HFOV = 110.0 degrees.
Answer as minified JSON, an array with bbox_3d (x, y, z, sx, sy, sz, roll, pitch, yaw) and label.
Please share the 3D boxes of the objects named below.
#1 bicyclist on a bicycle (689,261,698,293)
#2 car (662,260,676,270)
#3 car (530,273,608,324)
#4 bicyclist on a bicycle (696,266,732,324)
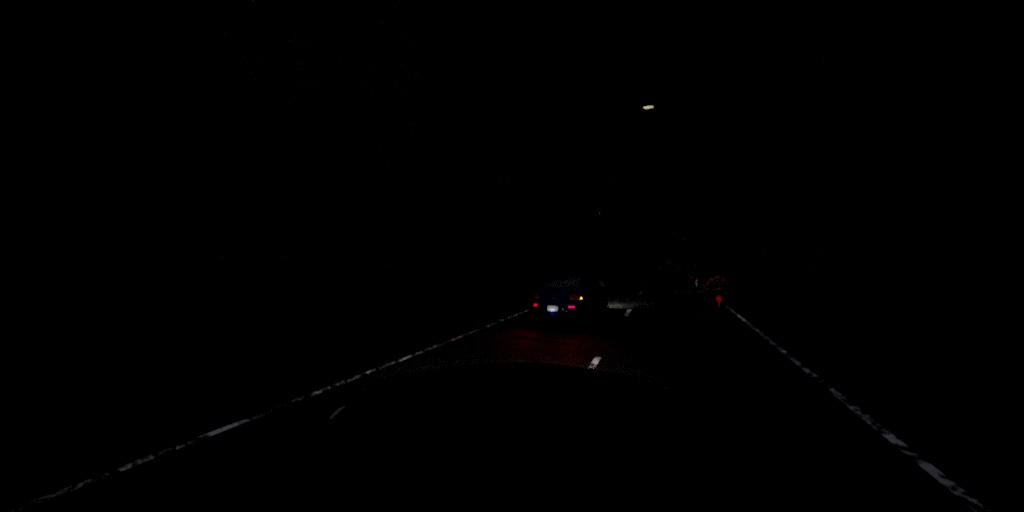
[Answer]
[{"bbox_3d":[9.730,1.152,19.012,0.659,1.776,1.843,0,0,23],"label":"bicyclist on a bicycle"},{"bbox_3d":[25.171,1.344,57.463,1.882,1.535,5.008,0,-1,23],"label":"car"},{"bbox_3d":[2.031,1.301,12.109,1.812,1.442,4.674,0,0,23],"label":"car"},{"bbox_3d":[6.316,1.202,11.054,0.866,1.612,1.509,0,0,24],"label":"bicyclist on a bicycle"}]
